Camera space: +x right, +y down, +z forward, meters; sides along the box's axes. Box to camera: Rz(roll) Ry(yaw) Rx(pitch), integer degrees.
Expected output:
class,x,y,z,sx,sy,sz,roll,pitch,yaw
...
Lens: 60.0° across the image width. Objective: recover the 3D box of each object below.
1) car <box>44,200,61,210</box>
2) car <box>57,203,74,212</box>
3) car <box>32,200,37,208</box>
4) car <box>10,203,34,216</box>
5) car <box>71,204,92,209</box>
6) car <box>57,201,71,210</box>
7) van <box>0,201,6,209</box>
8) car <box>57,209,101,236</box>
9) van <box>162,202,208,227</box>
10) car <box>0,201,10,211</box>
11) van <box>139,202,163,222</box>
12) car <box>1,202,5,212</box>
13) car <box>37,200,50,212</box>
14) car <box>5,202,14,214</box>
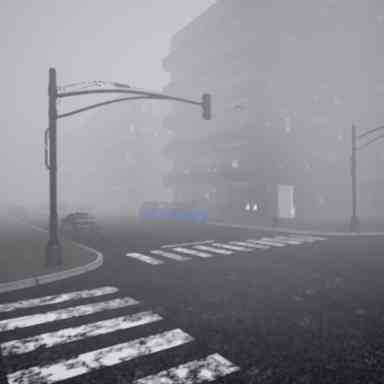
class,x,y,z,sx,sy,sz,roll,pitch,yaw
car,-28.682,2.684,68.174,2.192,1.841,5.009,-1,0,-34
car,-22.487,2.677,59.040,1.752,1.417,4.829,-1,0,-34
car,-34.966,2.906,77.447,2.192,1.841,5.009,-1,0,-34
car,-23.031,2.559,44.966,1.802,1.307,4.206,-1,0,-34
car,-16.106,2.509,49.626,1.802,1.307,4.206,-1,0,-34
car,-19.656,2.518,50.252,1.812,1.442,4.674,0,-1,-34
van,-32.464,2.649,58.877,1.690,1.788,3.998,-1,0,-34
car,-7.320,2.008,21.783,1.802,1.307,4.206,-1,0,-34
van,-0.401,1.718,26.444,1.690,1.788,3.998,-1,0,-34
car,-38.768,2.845,68.137,2.192,1.841,5.009,-1,0,-34
van,-3.543,1.828,31.081,1.690,1.788,3.998,-1,0,-34
car,-29.316,2.749,54.239,2.008,1.369,4.403,-1,0,-34
car,-25.337,2.544,58.658,2.097,1.767,4.553,0,-1,-36
car,-26.177,2.528,49.603,1.967,1.590,4.097,-1,0,-34
